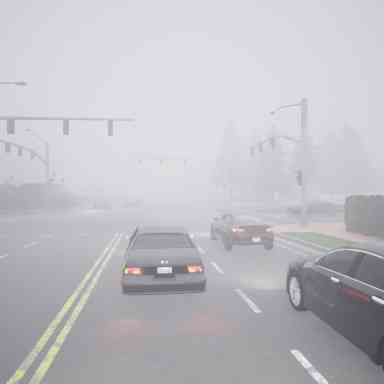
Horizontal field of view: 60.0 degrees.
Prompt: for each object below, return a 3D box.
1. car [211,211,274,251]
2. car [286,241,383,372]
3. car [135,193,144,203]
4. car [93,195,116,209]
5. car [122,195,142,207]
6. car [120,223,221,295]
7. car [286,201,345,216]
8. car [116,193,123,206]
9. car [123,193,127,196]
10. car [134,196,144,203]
[{"bbox_3d":[2.010,1.526,14.137,1.812,1.442,4.674,0,0,-7],"label":"car"},{"bbox_3d":[2.983,1.505,4.942,1.837,1.490,4.892,0,0,-5],"label":"car"},{"bbox_3d":[-9.990,1.477,59.450,1.882,1.535,5.008,0,0,-6],"label":"car"},{"bbox_3d":[-12.033,1.491,44.885,2.128,1.511,4.902,0,0,-4],"label":"car"},{"bbox_3d":[-9.016,1.525,50.276,1.812,1.442,4.674,0,0,-6],"label":"car"},{"bbox_3d":[-0.834,1.547,8.876,2.033,1.411,5.357,0,0,-7],"label":"car"},{"bbox_3d":[12.072,1.547,32.487,5.357,1.411,2.033,0,0,-5],"label":"car"},{"bbox_3d":[-12.945,1.352,54.100,2.097,1.767,4.553,0,0,-6],"label":"car"},{"bbox_3d":[-14.357,1.224,67.874,2.150,2.045,5.566,0,0,-6],"label":"car"},{"bbox_3d":[-11.069,1.524,70.010,1.812,1.442,4.674,0,0,-6],"label":"car"}]
